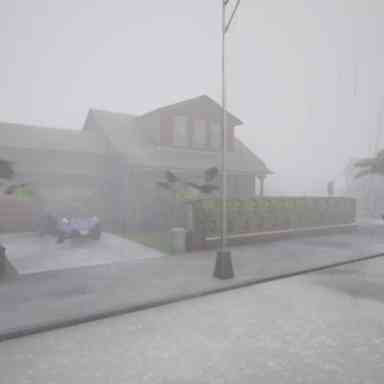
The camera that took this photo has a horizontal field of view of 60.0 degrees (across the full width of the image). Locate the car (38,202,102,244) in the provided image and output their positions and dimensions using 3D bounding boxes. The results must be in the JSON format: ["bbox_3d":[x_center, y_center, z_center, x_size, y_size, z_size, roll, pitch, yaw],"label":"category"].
[{"bbox_3d":[-5.119,1.187,13.805,1.845,1.501,3.633,0,0,-38],"label":"car"}]
